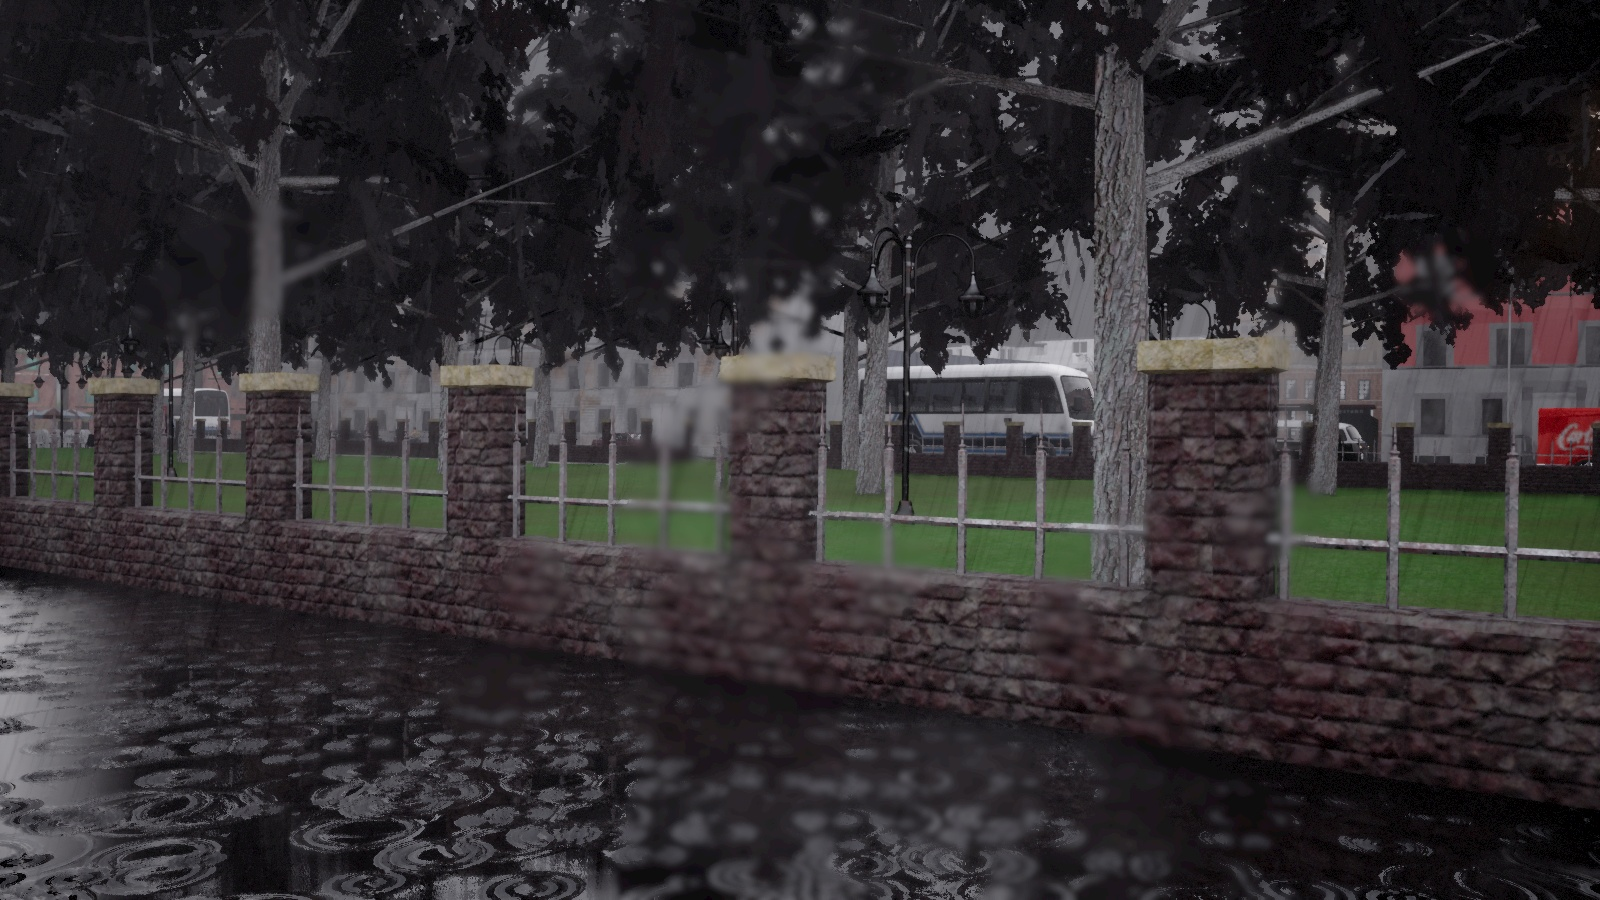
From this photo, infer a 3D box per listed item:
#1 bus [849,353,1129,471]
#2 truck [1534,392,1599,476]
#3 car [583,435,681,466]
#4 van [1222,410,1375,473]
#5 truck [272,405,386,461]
[{"bbox_3d":[7.328,-1.390,49.699,10.273,4.253,3.944,0,1,35],"label":"bus"},{"bbox_3d":[24.907,-0.489,37.226,5.204,2.467,2.627,0,1,36],"label":"truck"},{"bbox_3d":[-8.153,0.002,60.745,4.674,1.442,1.812,0,1,35],"label":"car"},{"bbox_3d":[16.983,-0.284,42.855,4.480,2.038,2.069,0,1,35],"label":"van"},{"bbox_3d":[-30.652,-1.087,81.598,7.936,3.462,2.891,0,1,35],"label":"truck"}]
